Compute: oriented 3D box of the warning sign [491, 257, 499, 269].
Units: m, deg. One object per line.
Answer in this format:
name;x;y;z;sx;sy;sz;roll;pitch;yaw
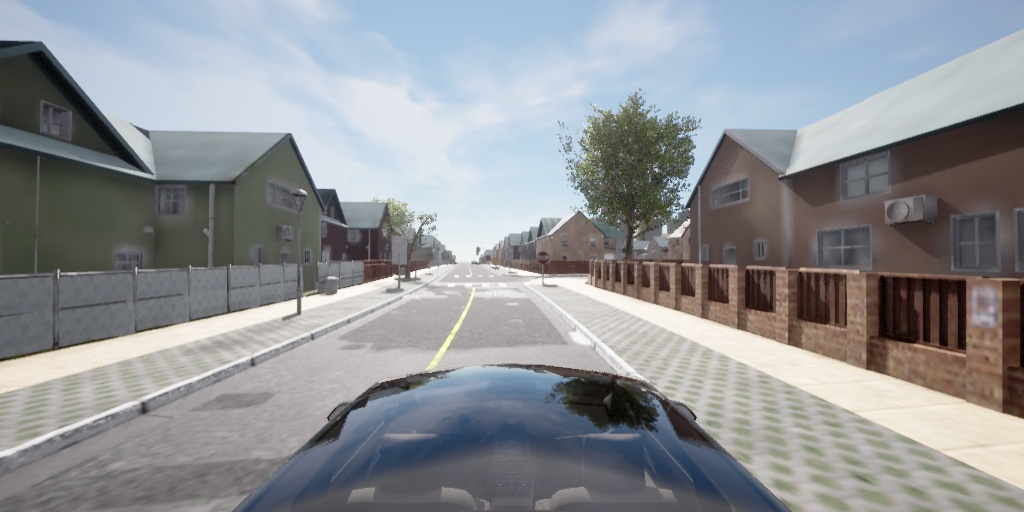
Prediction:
warning sign;-2.653;1.090;56.388;1.300;1.860;1.060;0;0;-7
